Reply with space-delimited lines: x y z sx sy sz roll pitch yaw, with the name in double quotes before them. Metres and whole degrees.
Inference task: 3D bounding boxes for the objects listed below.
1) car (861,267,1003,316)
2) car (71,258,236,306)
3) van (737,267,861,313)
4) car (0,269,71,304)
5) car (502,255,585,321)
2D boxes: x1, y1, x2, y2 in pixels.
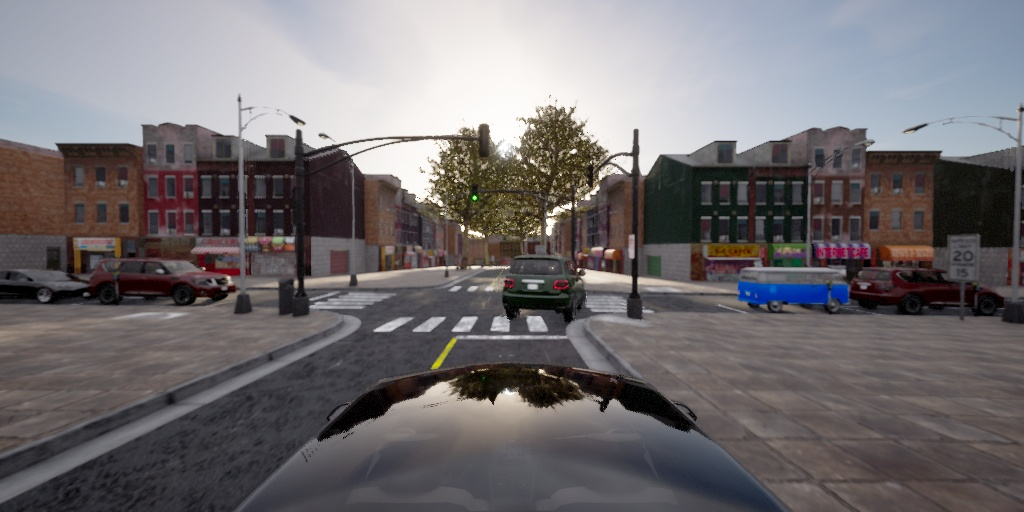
"car" 17.155 1.424 15.088 5.009 1.841 2.192 0 0 0
"car" -14.609 1.020 15.088 5.009 1.841 2.192 0 0 0
"van" 11.750 1.378 15.088 3.998 1.789 1.690 0 0 0
"car" -20.011 1.205 15.088 4.313 1.339 1.948 0 0 0
"car" 1.329 1.044 12.890 2.150 2.045 5.566 1 -1 16
